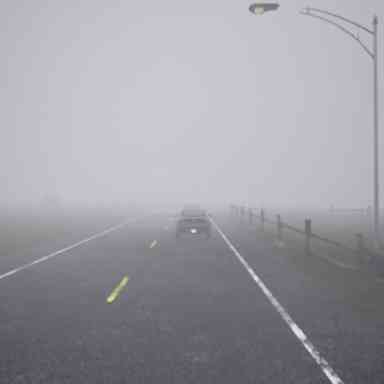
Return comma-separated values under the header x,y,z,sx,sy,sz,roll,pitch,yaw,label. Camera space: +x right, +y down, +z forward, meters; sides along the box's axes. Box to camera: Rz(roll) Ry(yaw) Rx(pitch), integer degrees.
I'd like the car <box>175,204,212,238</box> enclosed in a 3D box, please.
x,y,z,sx,sy,sz,roll,pitch,yaw,label
0.075,1.689,18.949,1.837,1.490,4.892,0,0,0,car
